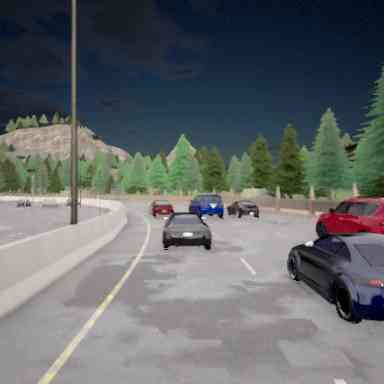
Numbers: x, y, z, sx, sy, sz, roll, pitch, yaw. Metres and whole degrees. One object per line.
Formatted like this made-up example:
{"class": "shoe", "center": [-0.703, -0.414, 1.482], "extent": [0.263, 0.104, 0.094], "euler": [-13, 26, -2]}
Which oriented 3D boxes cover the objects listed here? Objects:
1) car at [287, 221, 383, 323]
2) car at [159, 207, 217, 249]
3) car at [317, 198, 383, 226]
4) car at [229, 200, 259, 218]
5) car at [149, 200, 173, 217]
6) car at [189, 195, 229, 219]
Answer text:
{"class": "car", "center": [3.548, 1.571, 7.223], "extent": [1.994, 1.385, 4.181], "euler": [0, 0, -1]}
{"class": "car", "center": [-0.312, 1.578, 14.604], "extent": [1.994, 1.385, 4.181], "euler": [0, 0, -4]}
{"class": "car", "center": [6.845, 1.235, 12.881], "extent": [2.150, 2.045, 5.566], "euler": [0, 0, -3]}
{"class": "car", "center": [4.502, 1.534, 30.111], "extent": [1.837, 1.490, 4.892], "euler": [0, 0, -12]}
{"class": "car", "center": [-2.995, 1.508, 31.598], "extent": [1.882, 1.535, 5.008], "euler": [0, 0, -13]}
{"class": "car", "center": [1.174, 1.250, 29.228], "extent": [2.150, 2.045, 5.566], "euler": [0, 0, -12]}
